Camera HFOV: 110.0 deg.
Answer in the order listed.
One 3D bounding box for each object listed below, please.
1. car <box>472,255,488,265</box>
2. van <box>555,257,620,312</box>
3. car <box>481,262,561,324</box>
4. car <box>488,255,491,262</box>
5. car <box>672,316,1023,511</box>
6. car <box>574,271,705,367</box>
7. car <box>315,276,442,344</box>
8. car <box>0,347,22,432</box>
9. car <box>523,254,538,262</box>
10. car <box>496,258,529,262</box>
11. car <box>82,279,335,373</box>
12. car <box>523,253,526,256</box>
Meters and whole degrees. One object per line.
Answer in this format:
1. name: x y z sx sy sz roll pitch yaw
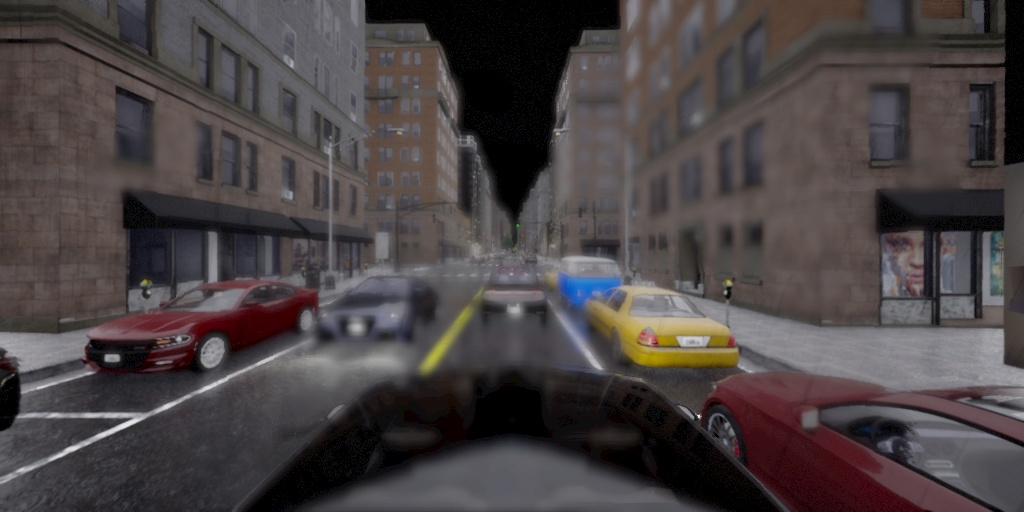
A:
1. car: -5.355 0.659 56.610 1.802 1.307 4.207 0 0 1
2. van: 2.707 0.952 13.143 1.690 1.789 3.998 0 0 0
3. car: 0.112 1.125 11.356 2.128 1.511 4.902 0 1 0
4. car: -5.265 0.574 62.138 1.948 1.339 4.313 0 0 1
5. car: 2.667 1.331 1.797 1.802 1.307 4.207 0 0 0
6. car: 2.688 1.206 7.640 1.751 1.417 4.829 0 0 0
7. car: -3.070 1.223 9.107 1.994 1.385 4.181 0 1 0
8. car: -5.859 1.313 1.830 1.948 1.339 4.313 0 0 0
9. car: 3.170 0.645 56.476 1.948 1.339 4.313 0 0 1
10. car: -0.062 1.033 27.812 1.895 1.301 4.718 0 1 -3
11. car: -5.839 1.223 7.502 1.888 1.381 4.507 0 0 0
12. car: 3.260 0.556 62.005 1.888 1.381 4.507 0 0 1
